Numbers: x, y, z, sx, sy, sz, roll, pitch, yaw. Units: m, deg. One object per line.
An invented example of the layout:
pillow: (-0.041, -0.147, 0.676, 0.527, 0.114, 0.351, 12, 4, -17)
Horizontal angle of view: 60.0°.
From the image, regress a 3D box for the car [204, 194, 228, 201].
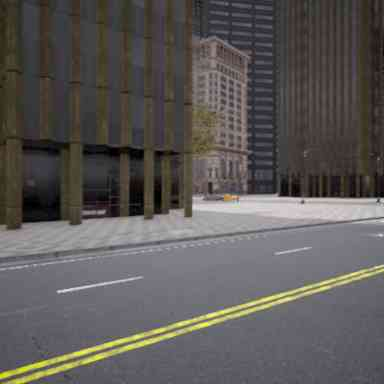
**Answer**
car: (4.190, 1.137, 63.317, 1.994, 1.385, 4.181, 0, 0, -42)

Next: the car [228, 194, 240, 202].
car: (7.110, 1.051, 64.977, 1.882, 1.535, 5.008, 0, 0, -42)
